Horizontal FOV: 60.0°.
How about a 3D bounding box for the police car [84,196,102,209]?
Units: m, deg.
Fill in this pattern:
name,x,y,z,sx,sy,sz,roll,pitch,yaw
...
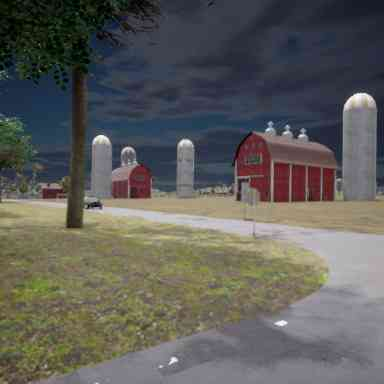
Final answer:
name,x,y,z,sx,sy,sz,roll,pitch,yaw
police car,-12.776,1.287,41.659,1.930,1.638,5.238,2,-1,-35
